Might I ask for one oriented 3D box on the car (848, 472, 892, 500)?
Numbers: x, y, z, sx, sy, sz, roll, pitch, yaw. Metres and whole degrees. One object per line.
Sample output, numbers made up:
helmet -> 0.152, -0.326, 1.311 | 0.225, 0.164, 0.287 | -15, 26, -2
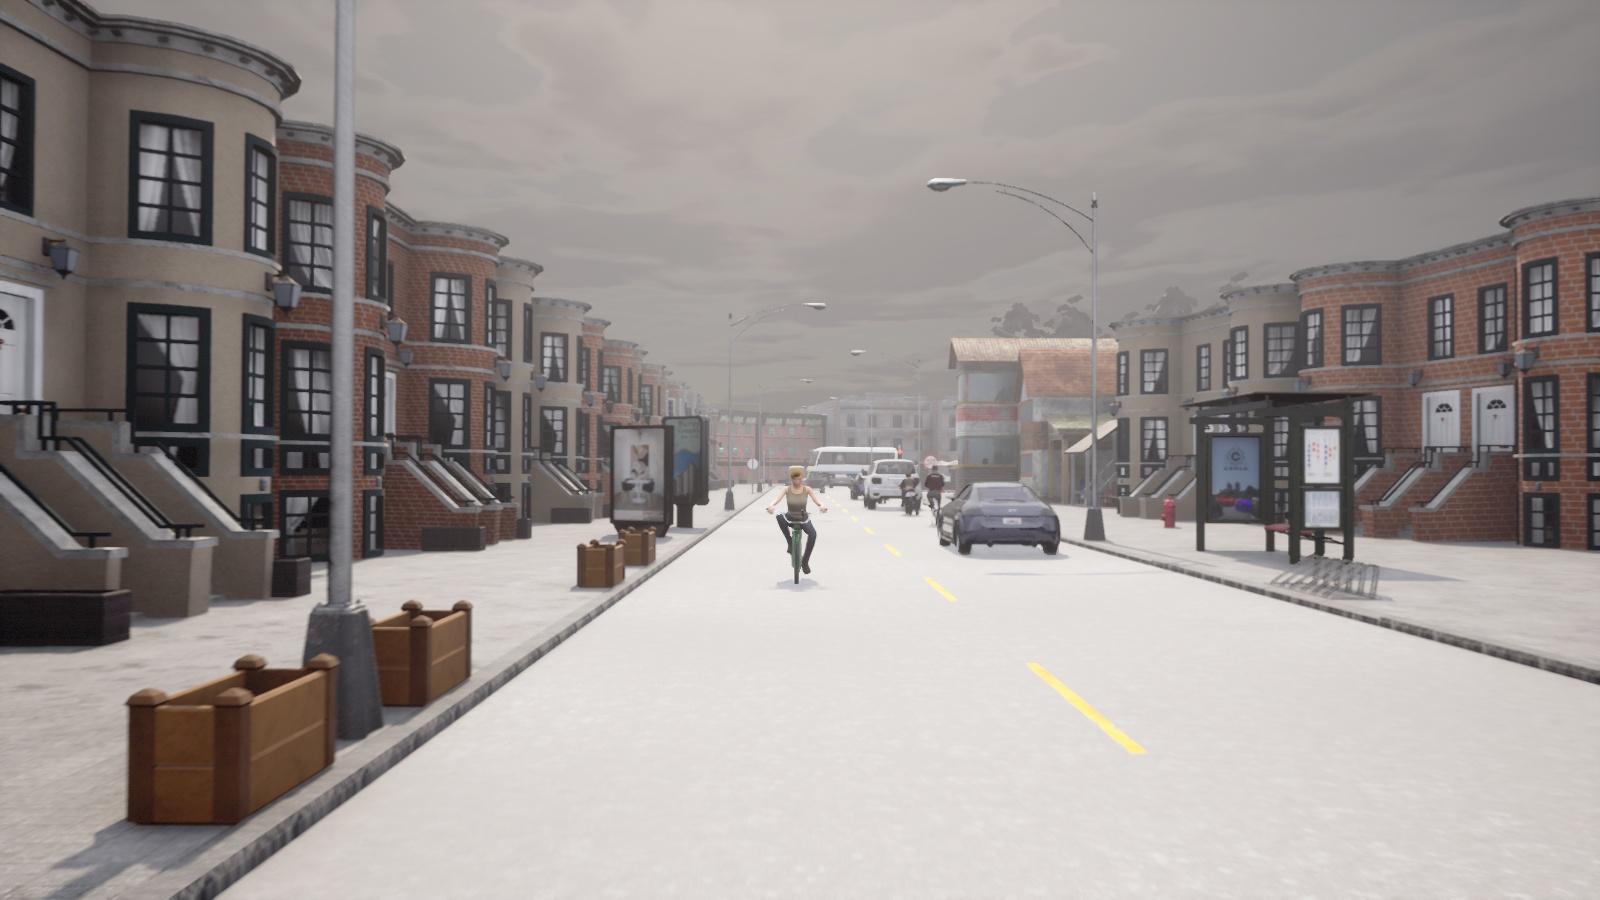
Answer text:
car -> 3.845, 1.962, 69.488 | 2.163, 1.488, 4.792 | 0, -1, 0

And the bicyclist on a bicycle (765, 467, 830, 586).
bicyclist on a bicycle -> -0.035, 1.048, 17.745 | 0.866, 1.612, 1.509 | 0, -1, 0

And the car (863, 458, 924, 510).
car -> 3.882, 1.409, 53.201 | 2.150, 2.045, 5.566 | 0, -1, 0

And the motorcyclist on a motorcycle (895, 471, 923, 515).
motorcyclist on a motorcycle -> 3.901, 1.536, 45.048 | 0.797, 1.523, 2.044 | 0, -1, 0

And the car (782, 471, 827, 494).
car -> 0.340, 2.255, 87.439 | 1.789, 1.549, 3.705 | -1, -1, 24

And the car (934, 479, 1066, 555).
car -> 3.945, 1.288, 25.417 | 1.994, 1.385, 4.181 | 0, -1, 0
